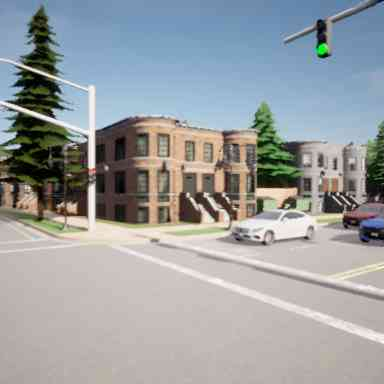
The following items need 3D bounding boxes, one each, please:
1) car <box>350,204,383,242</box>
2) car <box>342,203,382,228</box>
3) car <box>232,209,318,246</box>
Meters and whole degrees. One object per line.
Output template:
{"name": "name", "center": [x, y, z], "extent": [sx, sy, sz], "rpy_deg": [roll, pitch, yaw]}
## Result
{"name": "car", "center": [9.525, 1.467, 15.081], "extent": [5.008, 1.535, 1.882], "rpy_deg": [0, 0, -35]}
{"name": "car", "center": [11.339, 1.463, 20.666], "extent": [5.008, 1.535, 1.882], "rpy_deg": [0, 0, -35]}
{"name": "car", "center": [3.965, 1.518, 15.414], "extent": [4.674, 1.442, 1.812], "rpy_deg": [0, 0, -36]}
